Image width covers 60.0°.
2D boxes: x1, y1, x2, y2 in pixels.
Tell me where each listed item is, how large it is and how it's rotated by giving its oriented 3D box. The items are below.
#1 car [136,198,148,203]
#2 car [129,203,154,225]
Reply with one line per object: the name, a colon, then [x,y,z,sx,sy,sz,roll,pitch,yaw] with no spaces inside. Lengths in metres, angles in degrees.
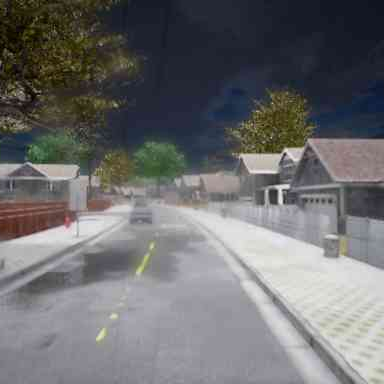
car: [-10.419,2.172,68.356,2.150,2.045,5.566,0,-1,-12]
car: [-4.172,1.932,28.145,2.033,1.411,5.357,0,-1,-5]
